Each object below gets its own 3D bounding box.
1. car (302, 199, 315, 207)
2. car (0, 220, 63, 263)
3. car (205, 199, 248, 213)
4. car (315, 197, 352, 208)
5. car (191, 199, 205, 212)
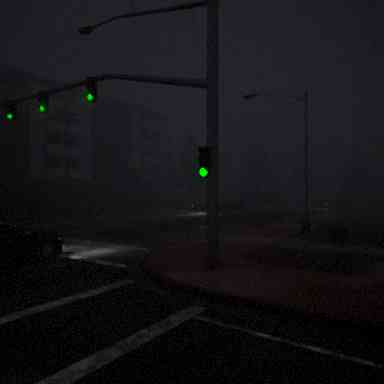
[{"bbox_3d":[19.300,1.616,50.857,4.718,1.301,1.895,0,0,-21],"label":"car"},{"bbox_3d":[-6.276,1.514,9.913,1.837,1.490,4.892,0,0,34],"label":"car"},{"bbox_3d":[4.215,1.495,36.925,4.902,1.511,2.128,0,0,-44],"label":"car"},{"bbox_3d":[20.555,1.550,47.589,4.892,1.490,1.837,0,0,-21],"label":"car"},{"bbox_3d":[2.002,1.530,39.613,4.674,1.442,1.812,0,0,-44],"label":"car"}]
